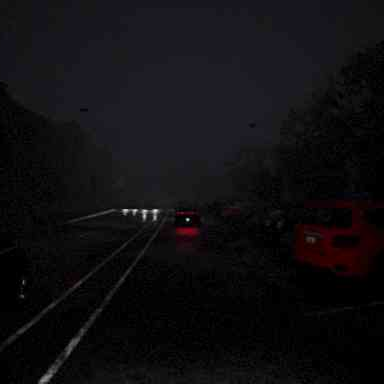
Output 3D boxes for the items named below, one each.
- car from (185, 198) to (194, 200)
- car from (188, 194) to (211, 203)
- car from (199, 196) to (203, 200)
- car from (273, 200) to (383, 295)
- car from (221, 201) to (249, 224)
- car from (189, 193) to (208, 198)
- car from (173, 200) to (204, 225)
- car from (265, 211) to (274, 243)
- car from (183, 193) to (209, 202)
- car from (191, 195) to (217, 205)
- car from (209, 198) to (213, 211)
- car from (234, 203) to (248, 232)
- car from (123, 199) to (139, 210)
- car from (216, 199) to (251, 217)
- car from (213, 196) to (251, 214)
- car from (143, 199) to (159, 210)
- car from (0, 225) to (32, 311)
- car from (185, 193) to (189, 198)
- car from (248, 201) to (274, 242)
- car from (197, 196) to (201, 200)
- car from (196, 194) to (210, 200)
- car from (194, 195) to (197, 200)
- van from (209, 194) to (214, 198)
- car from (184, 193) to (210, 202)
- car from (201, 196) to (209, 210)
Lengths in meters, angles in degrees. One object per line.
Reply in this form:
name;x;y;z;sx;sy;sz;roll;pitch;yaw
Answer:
car;-1.144;1.732;41.550;1.994;1.385;4.181;0;0;-3
car;1.588;1.446;74.017;4.553;1.767;2.185;0;1;-26
car;3.941;1.664;44.373;5.008;1.535;2.097;1;-1;-24
car;5.287;1.255;8.760;5.566;2.045;2.435;1;0;-21
car;4.890;1.586;23.585;4.792;1.488;2.163;1;0;-22
car;2.931;1.474;59.211;5.566;2.045;2.435;1;0;-25
car;-0.367;1.586;24.788;1.837;1.490;4.892;0;0;-2
car;5.217;1.554;11.713;4.674;1.452;2.002;1;0;-21
car;0.964;1.206;79.929;5.566;2.045;2.435;0;1;-26
car;2.375;1.568;65.110;4.553;1.767;2.185;0;0;-25
car;4.583;1.598;32.500;5.008;1.535;2.097;1;0;-23
car;5.100;1.535;17.653;4.892;1.521;2.231;1;0;-22
car;-8.669;1.765;47.912;2.033;1.411;5.357;0;0;-4
car;4.810;1.569;26.567;5.008;1.535;2.097;1;-1;-22
car;4.670;1.457;29.529;4.553;1.767;2.185;1;-1;-22
car;-5.825;1.735;47.257;1.812;1.442;4.674;0;0;-4
car;-4.295;1.365;4.875;2.097;1.767;4.553;0;0;-1
car;2.112;1.412;68.067;5.566;2.045;2.435;0;1;-25
car;5.128;1.397;14.680;4.553;1.767;2.185;1;0;-21
car;3.932;1.681;47.413;5.366;1.575;1.946;1;-1;-24
car;3.595;1.573;50.309;4.553;1.767;2.185;1;0;-24
car;3.352;1.714;53.265;5.008;1.535;2.097;1;-1;-24
van;4.545;1.389;35.524;4.442;1.987;1.878;1;-1;-23
car;1.233;1.263;76.939;5.566;2.045;2.435;0;1;-26
car;4.131;1.647;41.401;5.008;1.535;2.097;1;0;-23
